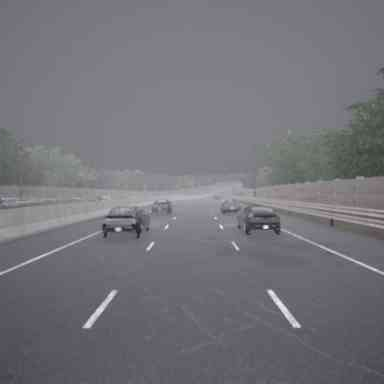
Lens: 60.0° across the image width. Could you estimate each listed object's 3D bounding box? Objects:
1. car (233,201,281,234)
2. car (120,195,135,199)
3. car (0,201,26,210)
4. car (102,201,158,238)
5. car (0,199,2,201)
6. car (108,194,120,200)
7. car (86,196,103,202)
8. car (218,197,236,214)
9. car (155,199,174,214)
[{"bbox_3d":[3.711,1.488,19.001,1.837,1.490,4.892,0,0,1],"label":"car"},{"bbox_3d":[-12.363,1.618,66.190,1.895,1.301,4.718,0,0,3],"label":"car"},{"bbox_3d":[-13.899,1.569,24.955,1.895,1.301,4.718,0,0,1],"label":"car"},{"bbox_3d":[-3.308,1.474,17.486,2.128,1.511,4.902,0,0,1],"label":"car"},{"bbox_3d":[-17.344,1.315,27.544,2.097,1.767,4.553,0,0,1],"label":"car"},{"bbox_3d":[-15.742,1.378,68.531,2.097,1.767,4.553,0,0,3],"label":"car"},{"bbox_3d":[-19.349,1.549,66.591,2.033,1.411,5.357,0,0,3],"label":"car"},{"bbox_3d":[4.028,1.539,34.973,1.994,1.385,4.181,0,0,2],"label":"car"},{"bbox_3d":[-2.990,1.461,34.401,2.128,1.511,4.902,0,0,1],"label":"car"}]
